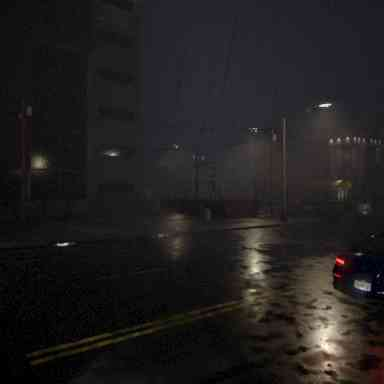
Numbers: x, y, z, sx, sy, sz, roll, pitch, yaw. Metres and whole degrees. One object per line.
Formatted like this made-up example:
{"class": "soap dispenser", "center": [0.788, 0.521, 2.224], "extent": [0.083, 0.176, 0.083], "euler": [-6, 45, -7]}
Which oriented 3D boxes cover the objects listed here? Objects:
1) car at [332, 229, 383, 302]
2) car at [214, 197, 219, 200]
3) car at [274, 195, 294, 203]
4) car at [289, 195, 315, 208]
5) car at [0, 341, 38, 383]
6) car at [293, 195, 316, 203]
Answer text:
{"class": "car", "center": [4.968, 1.526, 7.332], "extent": [4.674, 1.442, 1.812], "euler": [0, 0, -35]}
{"class": "car", "center": [4.416, 1.575, 60.548], "extent": [4.718, 1.301, 1.895], "euler": [0, 0, -36]}
{"class": "car", "center": [19.162, 1.452, 69.026], "extent": [3.806, 1.475, 1.970], "euler": [0, 0, -36]}
{"class": "car", "center": [15.141, 1.254, 45.967], "extent": [4.553, 1.767, 2.185], "euler": [0, 0, -36]}
{"class": "car", "center": [-3.430, 1.547, 1.301], "extent": [5.357, 1.411, 2.033], "euler": [0, 0, -35]}
{"class": "car", "center": [22.065, 1.420, 65.023], "extent": [4.674, 1.452, 2.002], "euler": [0, 0, -36]}
